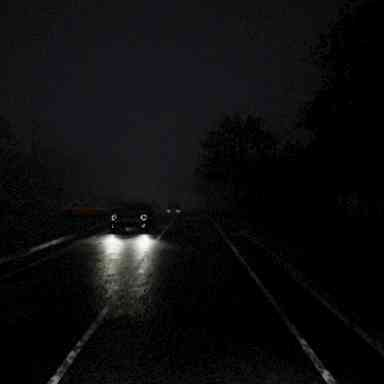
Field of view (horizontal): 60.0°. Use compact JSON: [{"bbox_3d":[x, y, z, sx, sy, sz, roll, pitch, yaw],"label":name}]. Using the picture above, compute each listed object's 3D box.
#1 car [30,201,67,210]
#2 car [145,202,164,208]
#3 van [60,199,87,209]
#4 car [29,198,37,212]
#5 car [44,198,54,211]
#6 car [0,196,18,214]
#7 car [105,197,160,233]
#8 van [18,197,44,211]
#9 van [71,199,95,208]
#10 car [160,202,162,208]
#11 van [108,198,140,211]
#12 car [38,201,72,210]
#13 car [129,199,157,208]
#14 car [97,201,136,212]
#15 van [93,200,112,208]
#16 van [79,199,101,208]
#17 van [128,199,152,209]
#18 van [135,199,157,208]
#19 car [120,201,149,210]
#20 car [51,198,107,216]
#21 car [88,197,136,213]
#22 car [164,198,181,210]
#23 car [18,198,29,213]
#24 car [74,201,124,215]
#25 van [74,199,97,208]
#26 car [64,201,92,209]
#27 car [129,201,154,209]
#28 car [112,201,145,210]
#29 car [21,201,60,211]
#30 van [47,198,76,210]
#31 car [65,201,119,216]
[{"bbox_3d":[-23.339,2.208,54.151,5.008,1.535,2.097,0,-2,0],"label":"car"},{"bbox_3d":[-10.200,3.567,89.987,4.892,1.521,2.231,0,-3,0],"label":"car"},{"bbox_3d":[-23.210,2.300,65.233,4.442,1.987,1.878,0,-2,0],"label":"van"},{"bbox_3d":[-23.356,1.891,43.074,4.892,1.521,2.231,0,-2,0],"label":"car"},{"bbox_3d":[-23.322,1.923,48.616,4.553,1.767,2.185,0,-2,0],"label":"car"},{"bbox_3d":[-23.399,1.487,37.547,5.566,2.045,2.435,0,-1,0],"label":"car"},{"bbox_3d":[-3.328,1.353,19.468,2.097,1.767,4.553,0,0,0],"label":"car"},{"bbox_3d":[-23.475,1.743,45.850,4.442,1.987,1.878,0,-2,0],"label":"van"},{"bbox_3d":[-23.201,2.470,70.622,4.442,1.987,1.878,0,-2,0],"label":"van"},{"bbox_3d":[-10.219,3.069,78.893,5.008,1.535,2.097,0,-3,0],"label":"car"},{"bbox_3d":[-10.386,1.898,51.175,4.442,1.987,1.878,0,-2,0],"label":"van"},{"bbox_3d":[-23.334,2.288,56.920,4.892,1.521,2.231,0,-2,0],"label":"car"},{"bbox_3d":[-10.266,2.445,70.584,5.566,2.045,2.435,0,-3,0],"label":"car"},{"bbox_3d":[-10.308,1.994,45.618,4.792,1.488,2.163,0,-2,0],"label":"car"},{"bbox_3d":[-23.408,3.215,87.234,4.442,1.987,1.878,0,-3,0],"label":"van"},{"bbox_3d":[-23.426,2.719,76.165,4.442,1.987,1.878,0,-3,0],"label":"van"},{"bbox_3d":[-10.130,2.296,65.050,4.442,1.987,1.878,0,-2,0],"label":"van"},{"bbox_3d":[-10.117,2.595,73.357,4.442,1.987,1.878,0,-3,0],"label":"van"},{"bbox_3d":[-10.226,2.392,59.491,4.792,1.488,2.163,0,-2,0],"label":"car"},{"bbox_3d":[-10.115,1.612,31.757,5.366,1.575,1.946,0,-1,0],"label":"car"},{"bbox_3d":[-10.255,1.633,42.850,5.566,2.045,2.435,0,-2,0],"label":"car"},{"bbox_3d":[-3.227,2.111,59.700,2.150,2.045,5.566,0,-2,1],"label":"car"},{"bbox_3d":[-23.182,1.809,40.307,5.366,1.575,1.946,0,-2,0],"label":"car"},{"bbox_3d":[-10.298,1.735,37.297,5.008,1.535,2.097,0,-2,0],"label":"car"},{"bbox_3d":[-23.430,2.600,73.522,4.442,1.987,1.878,0,-3,0],"label":"van"},{"bbox_3d":[-23.327,2.605,67.996,5.008,1.535,2.097,0,-2,0],"label":"car"},{"bbox_3d":[-10.272,2.632,67.824,4.792,1.488,2.163,0,-2,0],"label":"car"},{"bbox_3d":[-10.270,2.203,53.943,5.008,1.535,2.097,0,-2,0],"label":"car"},{"bbox_3d":[-23.344,2.124,51.256,5.008,1.535,2.097,0,-2,0],"label":"car"},{"bbox_3d":[-23.453,2.141,59.696,4.442,1.987,1.878,0,-2,0],"label":"van"},{"bbox_3d":[-10.302,1.672,34.525,4.892,1.521,2.231,0,-1,0],"label":"car"}]
